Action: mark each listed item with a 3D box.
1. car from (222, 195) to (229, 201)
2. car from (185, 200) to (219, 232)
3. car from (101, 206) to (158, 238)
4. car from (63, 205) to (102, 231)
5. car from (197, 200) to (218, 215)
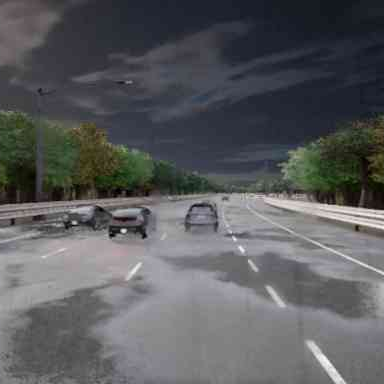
[{"bbox_3d":[9.388,1.657,92.676,1.812,1.442,4.674,0,0,9],"label":"car"},{"bbox_3d":[0.613,1.445,20.385,2.033,1.649,4.856,0,0,3],"label":"car"},{"bbox_3d":[-3.004,1.507,17.624,1.837,1.490,4.892,0,0,3],"label":"car"},{"bbox_3d":[-6.367,1.517,20.678,1.812,1.442,4.674,0,0,3],"label":"car"},{"bbox_3d":[1.728,1.585,36.022,2.033,1.411,5.357,0,0,5],"label":"car"}]
